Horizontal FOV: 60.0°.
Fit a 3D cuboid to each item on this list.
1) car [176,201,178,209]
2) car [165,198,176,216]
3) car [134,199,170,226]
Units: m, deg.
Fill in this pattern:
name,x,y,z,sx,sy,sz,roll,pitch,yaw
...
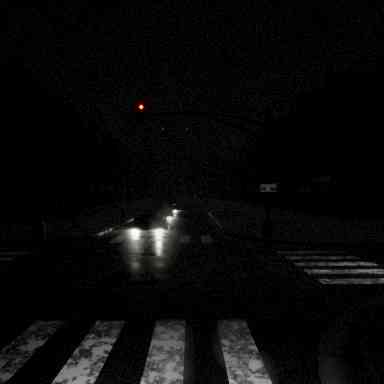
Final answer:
name,x,y,z,sx,sy,sz,roll,pitch,yaw
car,-2.939,1.534,44.327,1.837,1.490,4.892,0,0,0
car,-2.931,1.498,33.450,1.882,1.535,5.008,0,0,0
car,-2.912,1.492,23.982,1.882,1.535,5.008,0,0,0
